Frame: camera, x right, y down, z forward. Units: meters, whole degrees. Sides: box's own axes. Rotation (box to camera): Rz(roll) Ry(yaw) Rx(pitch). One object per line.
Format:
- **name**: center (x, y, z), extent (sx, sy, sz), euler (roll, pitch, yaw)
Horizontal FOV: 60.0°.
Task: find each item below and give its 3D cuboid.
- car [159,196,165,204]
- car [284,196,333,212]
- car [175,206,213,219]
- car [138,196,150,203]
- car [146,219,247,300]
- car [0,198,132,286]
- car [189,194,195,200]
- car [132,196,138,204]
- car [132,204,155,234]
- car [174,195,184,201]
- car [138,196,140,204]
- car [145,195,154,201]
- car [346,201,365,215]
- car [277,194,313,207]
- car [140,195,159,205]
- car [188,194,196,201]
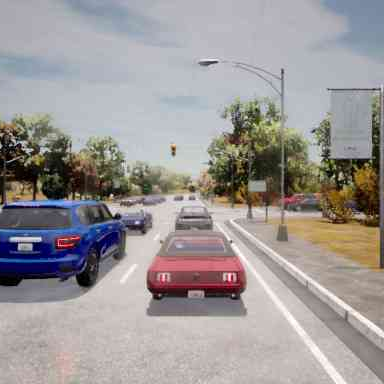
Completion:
- **car**: center (-7.023, 1.477, 65.467), extent (1.882, 1.535, 5.008), euler (0, 0, 1)
- **car**: center (13.401, 1.505, 37.865), extent (4.892, 1.490, 1.837), euler (0, 0, 3)
- **car**: center (0.103, 1.491, 17.623), extent (2.128, 1.511, 4.902), euler (0, 0, 0)
- **car**: center (-10.490, 1.552, 72.530), extent (1.994, 1.385, 4.181), euler (0, 0, 0)
- **car**: center (0.104, 1.601, 8.353), extent (1.895, 1.301, 4.718), euler (0, 0, 0)
- **car**: center (-3.403, 1.221, 9.507), extent (2.150, 2.045, 5.566), euler (0, 0, 0)
- **car**: center (0.013, 1.360, 95.509), extent (1.882, 1.535, 5.008), euler (0, 0, 0)
- **car**: center (-10.580, 1.601, 54.771), extent (1.895, 1.301, 4.718), euler (0, 0, 0)
- **car**: center (-3.398, 1.601, 19.261), extent (1.895, 1.301, 4.718), euler (0, 0, 0)
- **car**: center (-3.489, 1.525, 84.418), extent (2.128, 1.511, 4.902), euler (0, 0, 0)
- **car**: center (-10.538, 1.525, 63.806), extent (1.812, 1.442, 4.674), euler (0, 0, 1)
- **car**: center (-10.489, 1.523, 82.558), extent (1.812, 1.442, 4.674), euler (0, 0, 0)
- **car**: center (17.765, 1.477, 33.920), extent (5.008, 1.535, 1.882), euler (0, 0, 3)
- **car**: center (13.448, 1.221, 41.382), extent (5.566, 2.045, 2.150), euler (0, 0, 4)
- **car**: center (-7.074, 1.526, 56.137), extent (1.812, 1.442, 4.674), euler (0, 0, 0)
- **car**: center (0.011, 1.533, 85.090), extent (2.033, 1.411, 5.357), euler (0, 0, 0)
